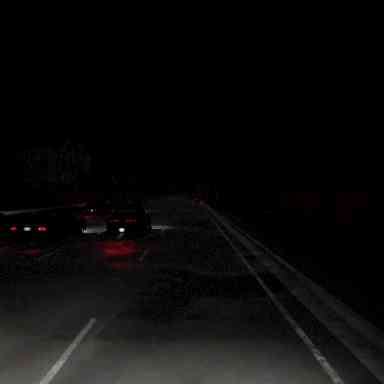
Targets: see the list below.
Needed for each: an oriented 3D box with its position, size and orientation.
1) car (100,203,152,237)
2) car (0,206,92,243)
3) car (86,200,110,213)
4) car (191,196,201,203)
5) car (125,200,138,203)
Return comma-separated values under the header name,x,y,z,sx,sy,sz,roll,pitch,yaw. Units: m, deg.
name,x,y,z,sx,sy,sz,roll,pitch,yaw
car,-3.396,1.587,18.513,1.837,1.490,4.892,0,0,0
car,-6.897,1.621,16.457,2.033,1.411,5.357,0,0,0
car,-10.394,1.668,36.988,1.837,1.490,4.892,0,0,0
car,1.239,1.806,79.627,1.801,1.575,5.366,0,0,0
car,-6.907,1.694,38.011,1.812,1.442,4.674,0,0,0
